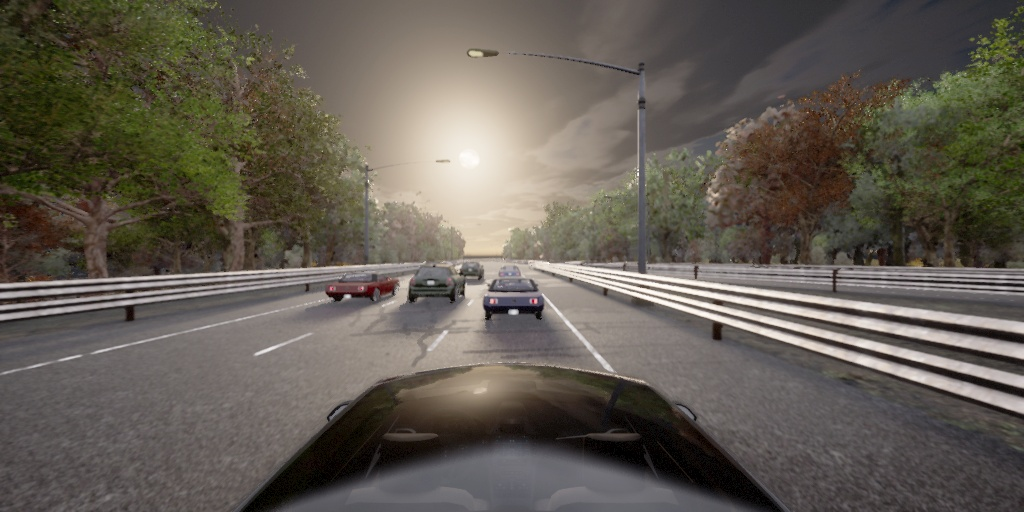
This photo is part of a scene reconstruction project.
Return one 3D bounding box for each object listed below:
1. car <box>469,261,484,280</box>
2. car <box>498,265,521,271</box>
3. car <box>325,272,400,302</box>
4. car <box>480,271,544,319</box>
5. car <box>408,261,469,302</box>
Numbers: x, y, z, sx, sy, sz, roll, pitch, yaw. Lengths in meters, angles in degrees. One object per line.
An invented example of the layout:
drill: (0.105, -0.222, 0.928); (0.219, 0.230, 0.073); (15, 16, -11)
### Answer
car: (-3.810, 1.290, 34.458); (2.097, 1.767, 4.553); (0, 0, -1)
car: (-0.197, 1.453, 29.502); (2.033, 1.411, 5.357); (0, 0, -1)
car: (-7.011, 1.436, 17.451); (1.895, 1.301, 4.718); (0, 0, -1)
car: (0.033, 1.410, 13.030); (1.895, 1.301, 4.718); (0, 0, 0)
car: (-3.517, 1.187, 17.551); (2.097, 1.767, 4.553); (0, 0, -1)
